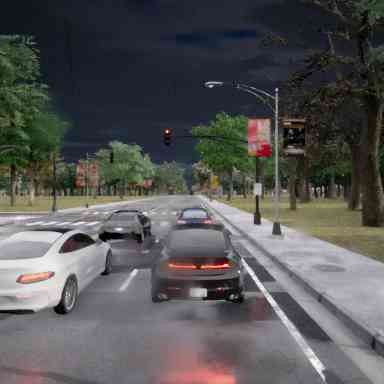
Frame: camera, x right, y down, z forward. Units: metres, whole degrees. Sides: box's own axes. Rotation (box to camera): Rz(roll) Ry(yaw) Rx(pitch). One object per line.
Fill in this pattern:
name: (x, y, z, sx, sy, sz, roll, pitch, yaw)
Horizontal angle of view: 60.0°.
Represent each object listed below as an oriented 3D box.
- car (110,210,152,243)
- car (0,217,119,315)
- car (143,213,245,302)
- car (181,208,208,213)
car: (-3.118, 1.565, 16.209, 1.994, 1.385, 4.181, 0, 0, 0)
car: (-3.136, 1.526, 7.450, 1.812, 1.442, 4.674, 0, 0, 0)
car: (0.117, 1.505, 8.212, 1.837, 1.490, 4.892, 0, 0, 0)
car: (0.134, 1.527, 17.283, 1.812, 1.442, 4.674, 0, 0, 0)
